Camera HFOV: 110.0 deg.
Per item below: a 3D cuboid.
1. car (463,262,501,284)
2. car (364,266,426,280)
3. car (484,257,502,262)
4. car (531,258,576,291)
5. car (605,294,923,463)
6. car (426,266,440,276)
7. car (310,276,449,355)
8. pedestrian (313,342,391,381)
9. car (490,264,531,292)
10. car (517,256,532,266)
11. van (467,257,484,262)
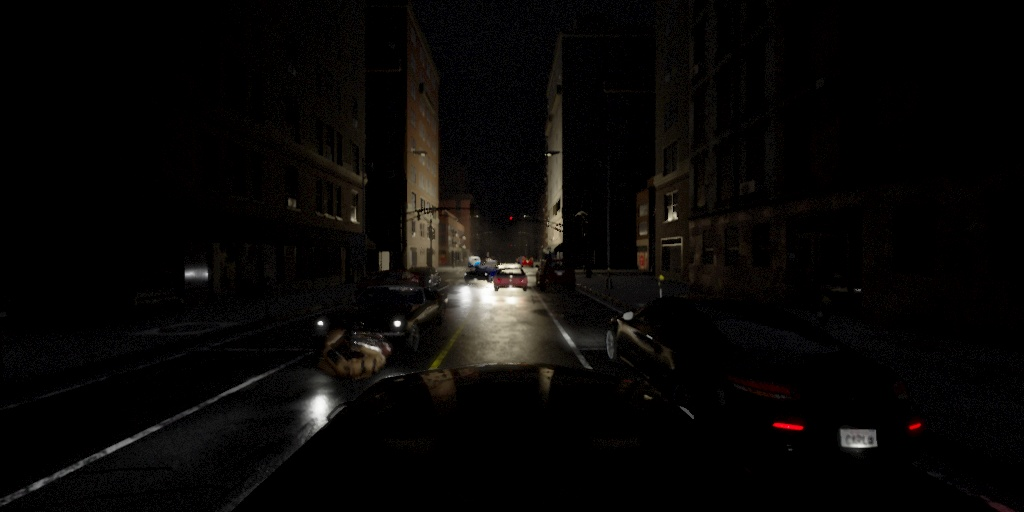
[{"bbox_3d":[-2.224,1.337,27.007,1.895,1.301,4.718,0,0,8],"label":"car"},{"bbox_3d":[-5.447,1.288,16.084,1.888,1.381,4.507,0,0,0],"label":"car"},{"bbox_3d":[-3.056,1.264,55.509,2.033,1.411,5.357,0,0,0],"label":"car"},{"bbox_3d":[2.556,1.055,21.628,2.192,1.841,5.009,0,0,0],"label":"car"},{"bbox_3d":[2.736,1.275,5.143,1.812,1.442,4.674,0,0,0],"label":"car"},{"bbox_3d":[-5.469,1.305,21.594,1.948,1.339,4.313,0,0,0],"label":"car"},{"bbox_3d":[-2.876,1.348,8.872,1.895,1.301,4.718,0,0,0],"label":"car"},{"bbox_3d":[-2.650,1.760,5.507,1.860,0.375,0.375,-4,-31,-35],"label":"pedestrian"},{"bbox_3d":[-0.070,1.341,21.324,1.895,1.301,4.718,0,0,0],"label":"car"},{"bbox_3d":[2.470,1.029,58.999,2.192,1.841,5.009,0,0,0],"label":"car"},{"bbox_3d":[-5.621,1.058,53.558,1.690,1.789,3.998,0,0,0],"label":"van"}]
